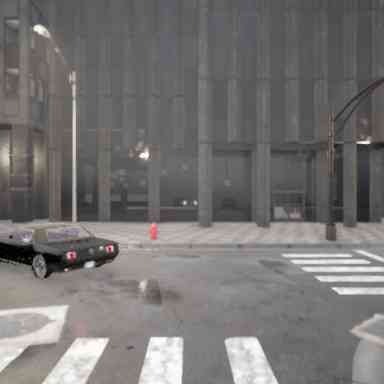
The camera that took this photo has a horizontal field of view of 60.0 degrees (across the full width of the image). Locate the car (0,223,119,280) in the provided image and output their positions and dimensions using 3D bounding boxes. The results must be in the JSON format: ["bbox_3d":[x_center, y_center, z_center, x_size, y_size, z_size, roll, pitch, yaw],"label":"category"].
[{"bbox_3d":[-4.447,1.603,10.033,4.718,1.301,1.895,0,0,37],"label":"car"}]
